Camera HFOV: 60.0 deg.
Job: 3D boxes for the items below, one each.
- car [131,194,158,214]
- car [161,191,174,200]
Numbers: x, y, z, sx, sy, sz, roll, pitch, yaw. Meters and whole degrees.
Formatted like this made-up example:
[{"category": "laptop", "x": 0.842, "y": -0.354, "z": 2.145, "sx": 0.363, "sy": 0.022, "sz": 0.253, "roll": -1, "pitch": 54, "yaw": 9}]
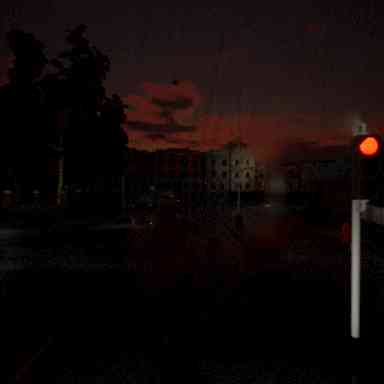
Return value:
[{"category": "car", "x": -4.148, "y": 1.004, "z": 29.430, "sx": 1.882, "sy": 1.535, "sz": 5.008, "roll": 0, "pitch": 1, "yaw": 0}, {"category": "car", "x": -4.116, "y": 0.563, "z": 56.931, "sx": 1.882, "sy": 1.535, "sz": 5.008, "roll": 0, "pitch": 1, "yaw": 0}]
